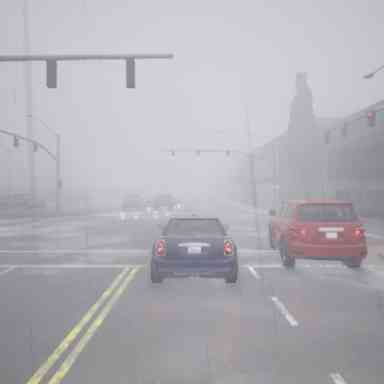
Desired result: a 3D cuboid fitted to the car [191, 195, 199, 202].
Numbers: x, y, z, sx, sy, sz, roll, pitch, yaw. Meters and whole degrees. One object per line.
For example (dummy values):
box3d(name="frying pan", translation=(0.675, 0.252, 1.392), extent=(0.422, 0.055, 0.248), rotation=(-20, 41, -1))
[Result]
box3d(name="car", translation=(0.853, 1.486, 81.003), extent=(1.882, 1.535, 5.008), rotation=(0, 0, 2))

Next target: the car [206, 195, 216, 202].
box3d(name="car", translation=(4.085, 1.531, 70.724), extent=(1.812, 1.442, 4.674), rotation=(0, 0, 2))

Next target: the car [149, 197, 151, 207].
box3d(name="car", translation=(-7.003, 1.482, 51.398), extent=(1.882, 1.535, 5.008), rotation=(0, 0, 2))

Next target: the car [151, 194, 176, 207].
box3d(name="car", translation=(-3.676, 1.226, 43.871), extent=(2.150, 2.045, 5.566), rotation=(0, 0, 1))

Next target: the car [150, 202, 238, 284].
box3d(name="car", translation=(0.049, 1.353, 9.746), extent=(2.097, 1.767, 4.553), rotation=(0, 0, 0))

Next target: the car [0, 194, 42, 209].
box3d(name="car", translation=(-21.472, 1.156, 40.965), extent=(4.605, 1.855, 1.932), rotation=(0, 0, 0))

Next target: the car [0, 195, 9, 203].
box3d(name="car", translation=(-38.896, 1.369, 66.368), extent=(3.905, 1.438, 1.784), rotation=(0, 0, 0))

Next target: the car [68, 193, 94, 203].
box3d(name="car", translation=(-21.442, 1.161, 63.483), extent=(3.866, 1.878, 1.905), rotation=(0, 0, 0))

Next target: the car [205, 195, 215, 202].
box3d(name="car", translation=(4.354, 1.533, 81.004), extent=(2.128, 1.511, 4.902), rotation=(0, 0, 2))

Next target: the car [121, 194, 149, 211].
box3d(name="car", translation=(-7.220, 1.225, 41.455), extent=(2.150, 2.045, 5.566), rotation=(0, 0, 1))

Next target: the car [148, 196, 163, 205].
box3d(name="car", translation=(-6.663, 1.553, 61.677), extent=(2.033, 1.411, 5.357), rotation=(0, 0, 2))

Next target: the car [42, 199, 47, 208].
box3d(name="car", translation=(-21.416, 1.160, 43.859), extent=(3.866, 1.878, 1.905), rotation=(0, 0, 0))

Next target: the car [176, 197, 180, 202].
box3d(name="car", translation=(-3.436, 1.531, 53.680), extent=(1.812, 1.442, 4.674), rotation=(0, 0, 2))

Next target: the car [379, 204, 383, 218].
box3d(name="car", translation=(14.676, 1.604, 27.794), extent=(4.718, 1.301, 1.895), rotation=(0, 0, 0))

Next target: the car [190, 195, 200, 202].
box3d(name="car", translation=(0.589, 1.507, 70.913), extent=(1.837, 1.490, 4.892), rotation=(0, 0, 2))

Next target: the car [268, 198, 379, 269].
box3d(name="car", translation=(3.965, 1.224, 11.401), extent=(2.150, 2.045, 5.566), rotation=(0, 0, 6))
